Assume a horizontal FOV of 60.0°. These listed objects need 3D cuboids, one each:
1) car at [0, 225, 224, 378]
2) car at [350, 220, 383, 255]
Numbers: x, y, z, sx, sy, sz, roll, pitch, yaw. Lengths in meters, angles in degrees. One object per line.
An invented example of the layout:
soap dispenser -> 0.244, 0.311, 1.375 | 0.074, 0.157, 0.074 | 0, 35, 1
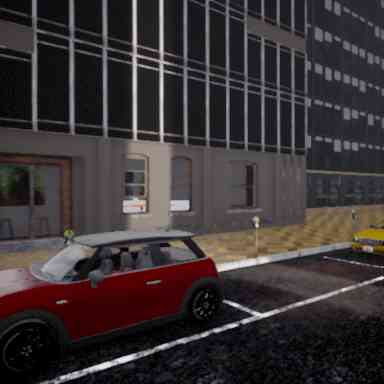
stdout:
car -> -1.505, 1.426, 5.458 | 4.097, 1.590, 1.967 | -1, 1, -35
car -> 7.442, 1.423, 11.698 | 4.829, 1.417, 1.752 | -1, 1, -35
